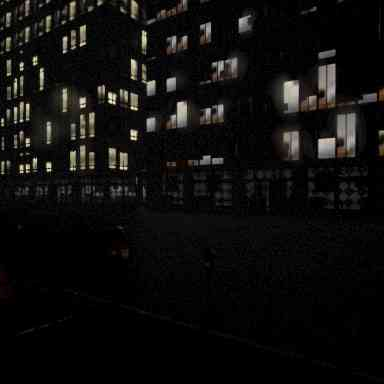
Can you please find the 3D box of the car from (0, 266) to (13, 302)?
[{"bbox_3d":[-5.549,1.526,6.846,4.829,1.417,1.752,0,0,36],"label":"car"}]
